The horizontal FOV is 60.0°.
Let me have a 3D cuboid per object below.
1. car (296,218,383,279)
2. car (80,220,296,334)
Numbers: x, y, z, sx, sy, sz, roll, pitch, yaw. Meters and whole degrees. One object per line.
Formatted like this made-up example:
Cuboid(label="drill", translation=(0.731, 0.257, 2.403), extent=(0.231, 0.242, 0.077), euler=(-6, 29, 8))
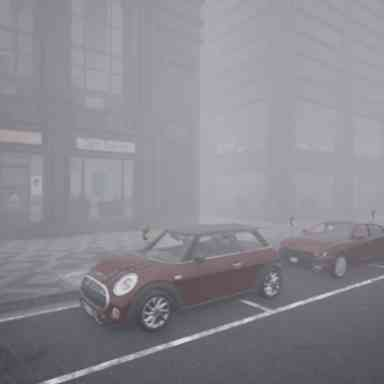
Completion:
Cuboid(label="car", translation=(4.488, 1.506, 9.967), extent=(4.507, 1.381, 1.887), euler=(0, 1, -36))
Cuboid(label="car", translation=(-0.087, 1.425, 6.695), extent=(4.097, 1.590, 1.967), euler=(0, 1, -36))
